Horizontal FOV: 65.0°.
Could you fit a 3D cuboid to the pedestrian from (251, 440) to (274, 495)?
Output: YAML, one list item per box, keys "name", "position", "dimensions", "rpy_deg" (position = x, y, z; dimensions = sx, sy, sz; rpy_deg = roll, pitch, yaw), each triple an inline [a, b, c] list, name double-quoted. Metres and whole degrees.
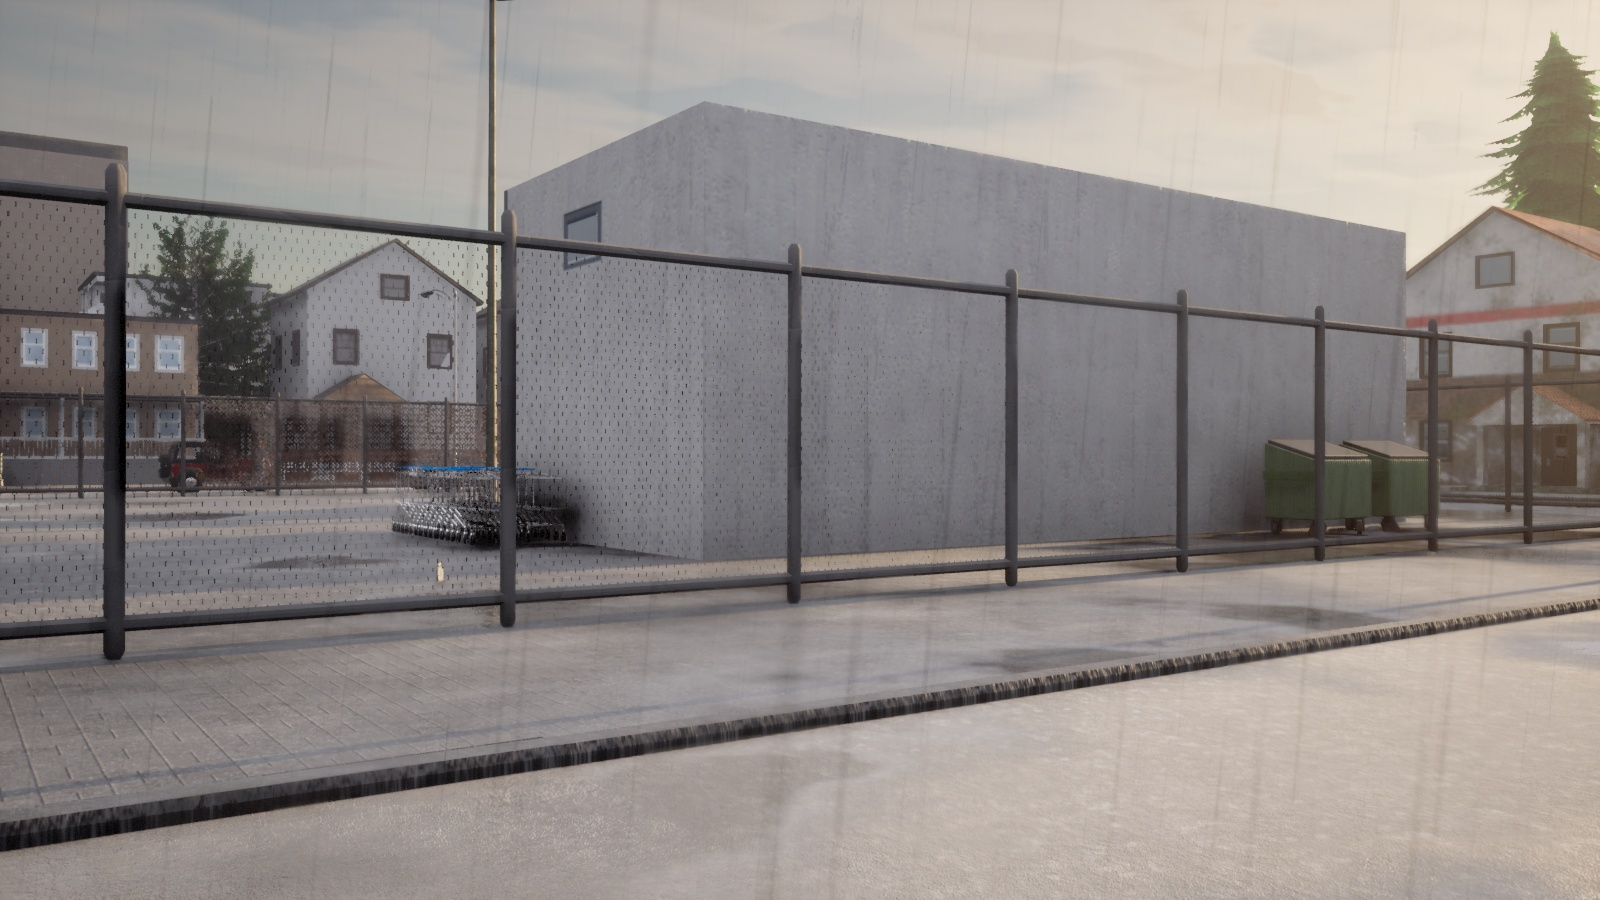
- name: "pedestrian"
  position: [-18.299, 0.598, 42.759]
  dimensions: [0.354, 1.836, 0.706]
  rpy_deg: [0, 0, 21]

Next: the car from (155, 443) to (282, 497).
- name: "car"
  position: [-20.829, 0.694, 45.001]
  dimensions: [3.866, 1.878, 1.905]
  rpy_deg: [0, 0, -34]

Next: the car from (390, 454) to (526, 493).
- name: "car"
  position: [-13.605, 0.901, 50.073]
  dimensions: [4.892, 1.490, 1.837]
  rpy_deg: [0, 0, -33]
